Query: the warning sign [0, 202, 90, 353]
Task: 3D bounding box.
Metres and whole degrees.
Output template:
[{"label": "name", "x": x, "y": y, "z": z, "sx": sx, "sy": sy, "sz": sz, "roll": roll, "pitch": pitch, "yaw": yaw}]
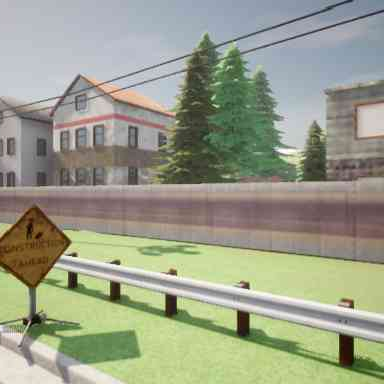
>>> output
[{"label": "warning sign", "x": -2.423, "y": 1.112, "z": 5.045, "sx": 1.060, "sy": 1.860, "sz": 1.300, "roll": 0, "pitch": 0, "yaw": 35}]
